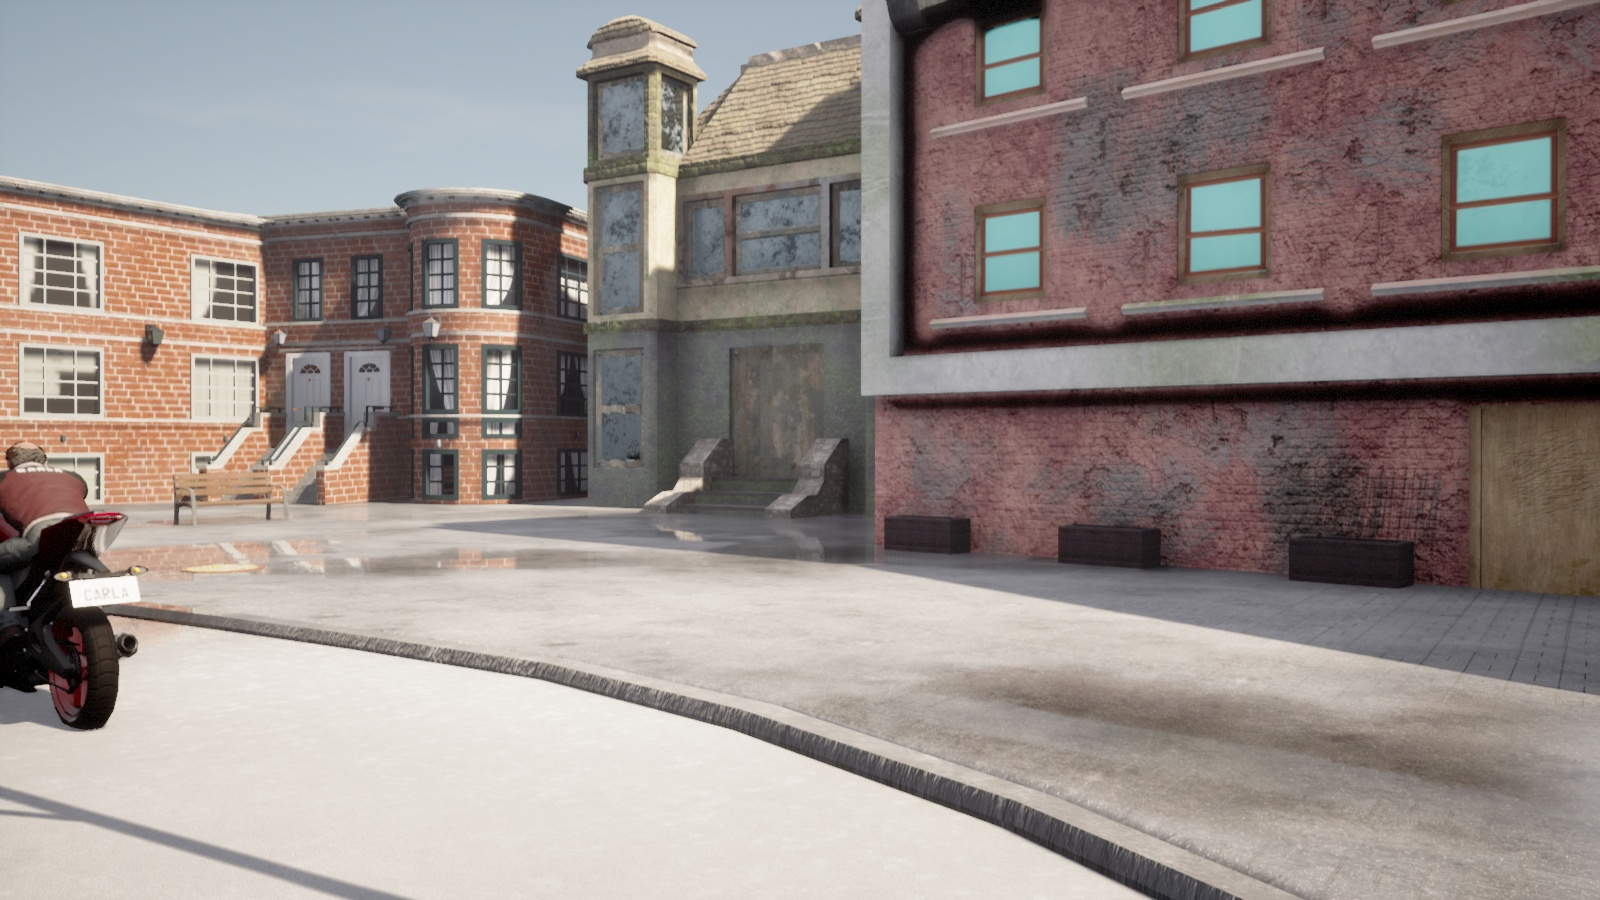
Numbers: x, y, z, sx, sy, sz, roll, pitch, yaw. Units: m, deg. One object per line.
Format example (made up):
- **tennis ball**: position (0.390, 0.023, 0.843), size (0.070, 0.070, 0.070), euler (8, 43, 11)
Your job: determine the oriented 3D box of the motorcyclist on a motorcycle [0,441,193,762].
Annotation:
- **motorcyclist on a motorcycle**: position (-4.367, 0.728, 7.126), size (2.191, 1.530, 0.866), euler (1, 1, 41)
